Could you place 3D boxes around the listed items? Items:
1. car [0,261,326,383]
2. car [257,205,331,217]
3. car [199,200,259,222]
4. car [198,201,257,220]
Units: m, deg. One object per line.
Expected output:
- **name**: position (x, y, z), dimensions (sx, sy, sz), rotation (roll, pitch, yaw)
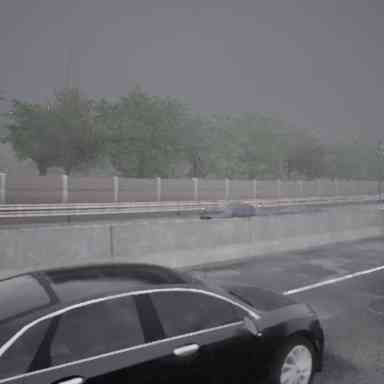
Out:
- **car**: position (-0.585, 1.519, 3.451), dimensions (4.892, 1.490, 1.837), rotation (1, 0, -35)
- **car**: position (7.091, 1.569, 21.946), dimensions (5.357, 1.411, 2.033), rotation (0, 0, -35)
- **car**: position (3.150, 1.498, 27.731), dimensions (5.008, 1.535, 1.882), rotation (-1, 0, -35)
- **car**: position (2.996, 1.585, 23.323), dimensions (5.357, 1.411, 2.033), rotation (0, 0, -36)
